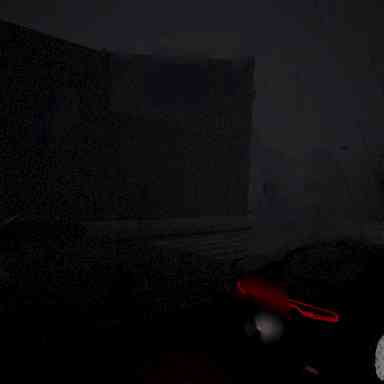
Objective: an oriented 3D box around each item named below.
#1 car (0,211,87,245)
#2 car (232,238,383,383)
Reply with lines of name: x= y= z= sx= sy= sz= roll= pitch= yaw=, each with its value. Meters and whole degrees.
car: x=-6.801 y=1.516 z=13.873 sx=4.674 sy=1.452 sz=2.002 roll=0 pitch=-2 yaw=-36
car: x=2.933 y=1.503 z=5.444 sx=5.008 sy=1.535 sz=1.882 roll=0 pitch=0 yaw=-34
